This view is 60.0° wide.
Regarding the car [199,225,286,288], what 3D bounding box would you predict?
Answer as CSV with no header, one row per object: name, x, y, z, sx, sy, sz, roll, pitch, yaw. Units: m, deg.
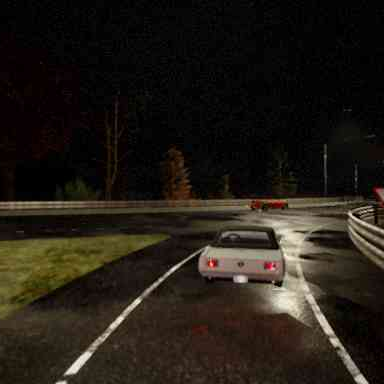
car,1.552,1.587,9.321,1.895,1.301,4.718,0,0,13

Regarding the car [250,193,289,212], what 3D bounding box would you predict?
car,8.738,1.167,37.238,4.553,1.767,2.097,0,0,-32

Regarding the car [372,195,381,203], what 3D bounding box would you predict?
car,36.153,1.426,63.228,1.994,1.385,4.181,0,0,35
